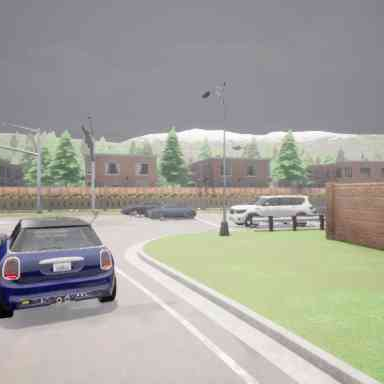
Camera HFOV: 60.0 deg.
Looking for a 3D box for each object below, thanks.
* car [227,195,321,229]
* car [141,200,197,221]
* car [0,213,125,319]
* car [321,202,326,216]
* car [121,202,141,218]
[{"bbox_3d":[5.132,1.222,21.642,5.566,2.045,2.150,0,0,-14],"label":"car"},{"bbox_3d":[-1.739,1.564,27.156,4.181,1.385,1.994,0,0,-14],"label":"car"},{"bbox_3d":[-3.320,1.352,7.775,2.097,1.767,4.553,0,0,-29],"label":"car"},{"bbox_3d":[13.378,1.491,30.886,4.902,1.511,2.128,0,0,-14],"label":"car"},{"bbox_3d":[-3.934,1.505,30.218,4.892,1.490,1.837,0,0,-14],"label":"car"}]
